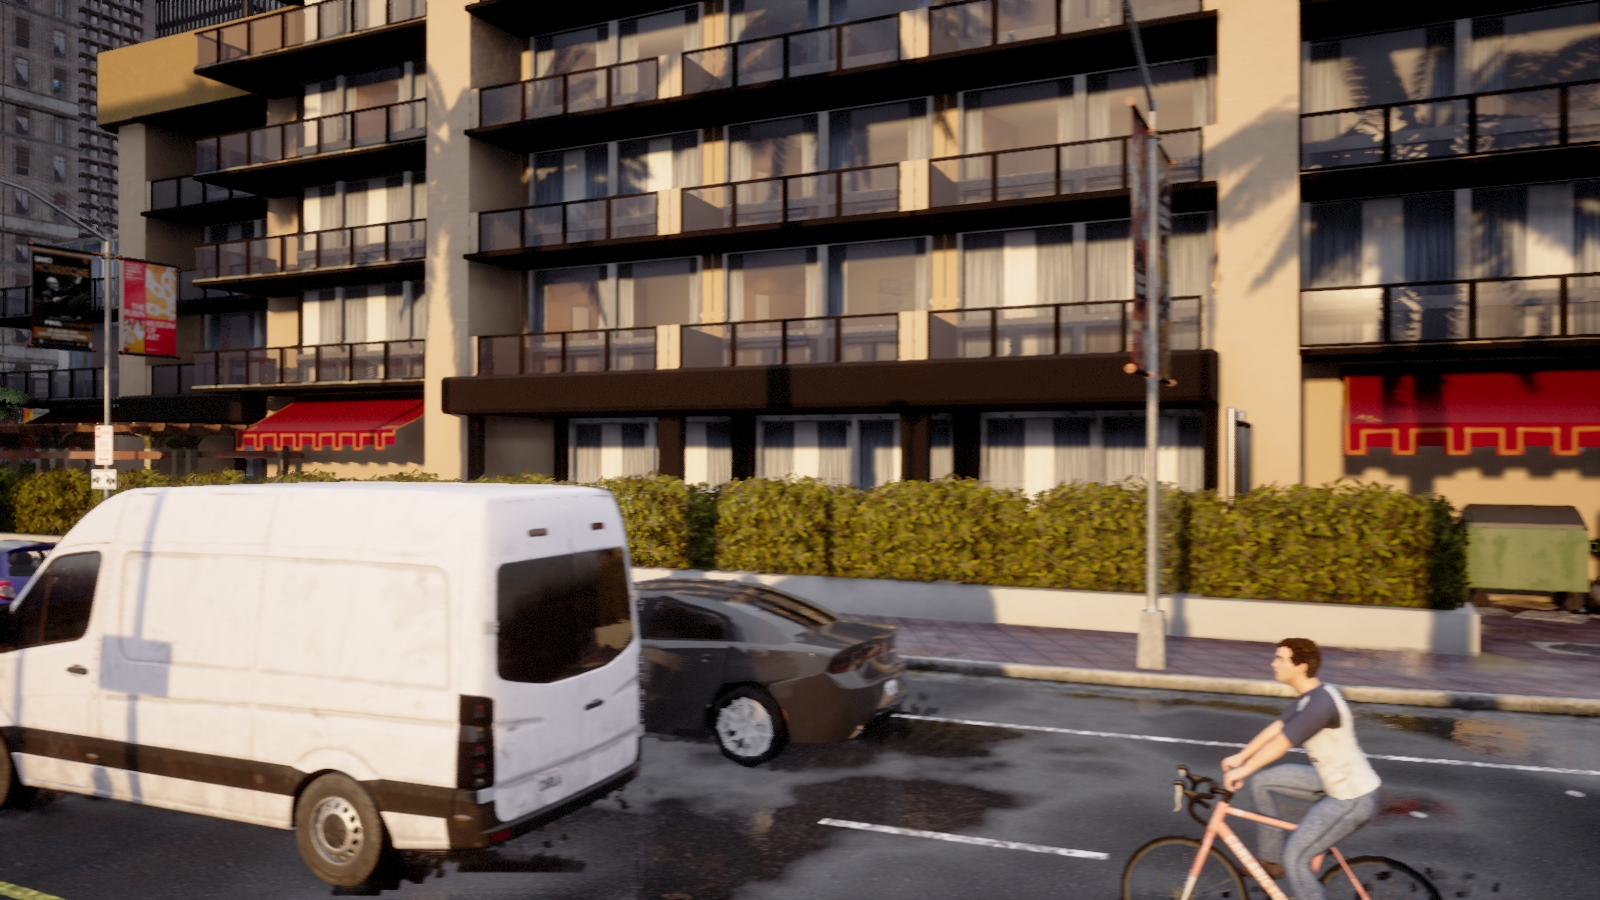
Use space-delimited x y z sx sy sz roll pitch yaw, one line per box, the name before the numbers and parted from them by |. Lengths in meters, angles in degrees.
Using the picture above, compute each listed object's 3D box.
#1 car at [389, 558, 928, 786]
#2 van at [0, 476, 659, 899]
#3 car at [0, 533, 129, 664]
car | -1.428 2.036 11.486 5.006 1.535 2.097 0 0 23
van | -4.174 1.536 8.917 5.915 2.561 1.988 0 0 24
car | -11.695 2.040 16.425 3.633 1.501 1.845 0 0 26
